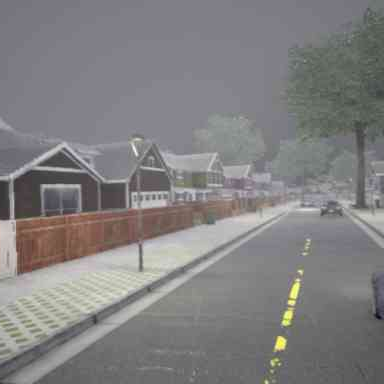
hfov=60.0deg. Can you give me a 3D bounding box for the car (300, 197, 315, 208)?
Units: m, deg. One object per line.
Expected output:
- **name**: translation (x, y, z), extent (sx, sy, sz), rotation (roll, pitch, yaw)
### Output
- **car**: translation (17.150, 1.556, 49.300), extent (2.128, 1.511, 4.902), rotation (-2, -1, 21)

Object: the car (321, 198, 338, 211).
- **car**: translation (16.871, 1.492, 40.920), extent (1.812, 1.442, 4.674), rotation (-2, -1, 22)

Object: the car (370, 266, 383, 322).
- **car**: translation (3.462, 1.465, 4.090), extent (1.812, 1.442, 4.674), rotation (-2, -1, 21)

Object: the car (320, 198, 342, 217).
- **car**: translation (13.004, 1.486, 31.099), extent (1.812, 1.442, 4.674), rotation (-2, -1, 23)
